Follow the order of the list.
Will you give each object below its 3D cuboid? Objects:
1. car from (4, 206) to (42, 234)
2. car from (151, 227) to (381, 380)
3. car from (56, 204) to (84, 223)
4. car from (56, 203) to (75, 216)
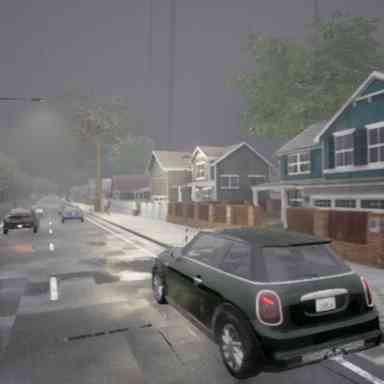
[{"bbox_3d":[-11.135,1.832,21.936,1.837,1.490,4.892,0,-2,-23],"label":"car"},{"bbox_3d":[0.779,1.406,5.980,2.097,1.767,4.553,0,-1,-23],"label":"car"},{"bbox_3d":[-10.962,1.968,30.286,2.033,1.411,5.357,0,-1,-23],"label":"car"},{"bbox_3d":[-15.658,2.127,41.090,2.033,1.411,5.357,0,-1,-23],"label":"car"}]
